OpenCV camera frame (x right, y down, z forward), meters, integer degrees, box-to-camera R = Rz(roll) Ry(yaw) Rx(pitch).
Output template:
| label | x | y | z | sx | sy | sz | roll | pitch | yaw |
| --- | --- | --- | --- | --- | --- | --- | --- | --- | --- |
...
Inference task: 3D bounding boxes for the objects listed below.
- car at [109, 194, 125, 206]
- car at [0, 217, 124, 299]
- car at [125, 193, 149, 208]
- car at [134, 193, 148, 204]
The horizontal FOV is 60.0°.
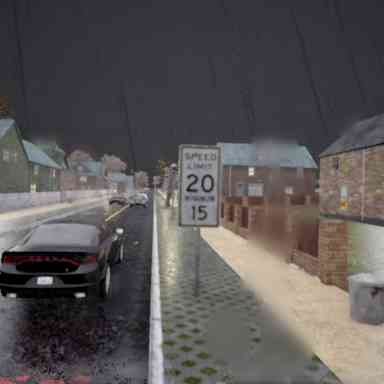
| label | x | y | z | sx | sy | sz | roll | pitch | yaw |
| --- | --- | --- | --- | --- | --- | --- | --- | --- | --- |
| car | -9.495 | 0.947 | 42.905 | 2.033 | 1.411 | 5.357 | 2 | 0 | -6 |
| car | -2.824 | 1.359 | 8.230 | 1.882 | 1.535 | 5.008 | 2 | 0 | -6 |
| car | -6.197 | 1.079 | 38.658 | 2.033 | 1.411 | 5.357 | 2 | 0 | -6 |
| car | -7.333 | 0.941 | 48.291 | 1.812 | 1.442 | 4.674 | 2 | 1 | -6 |
